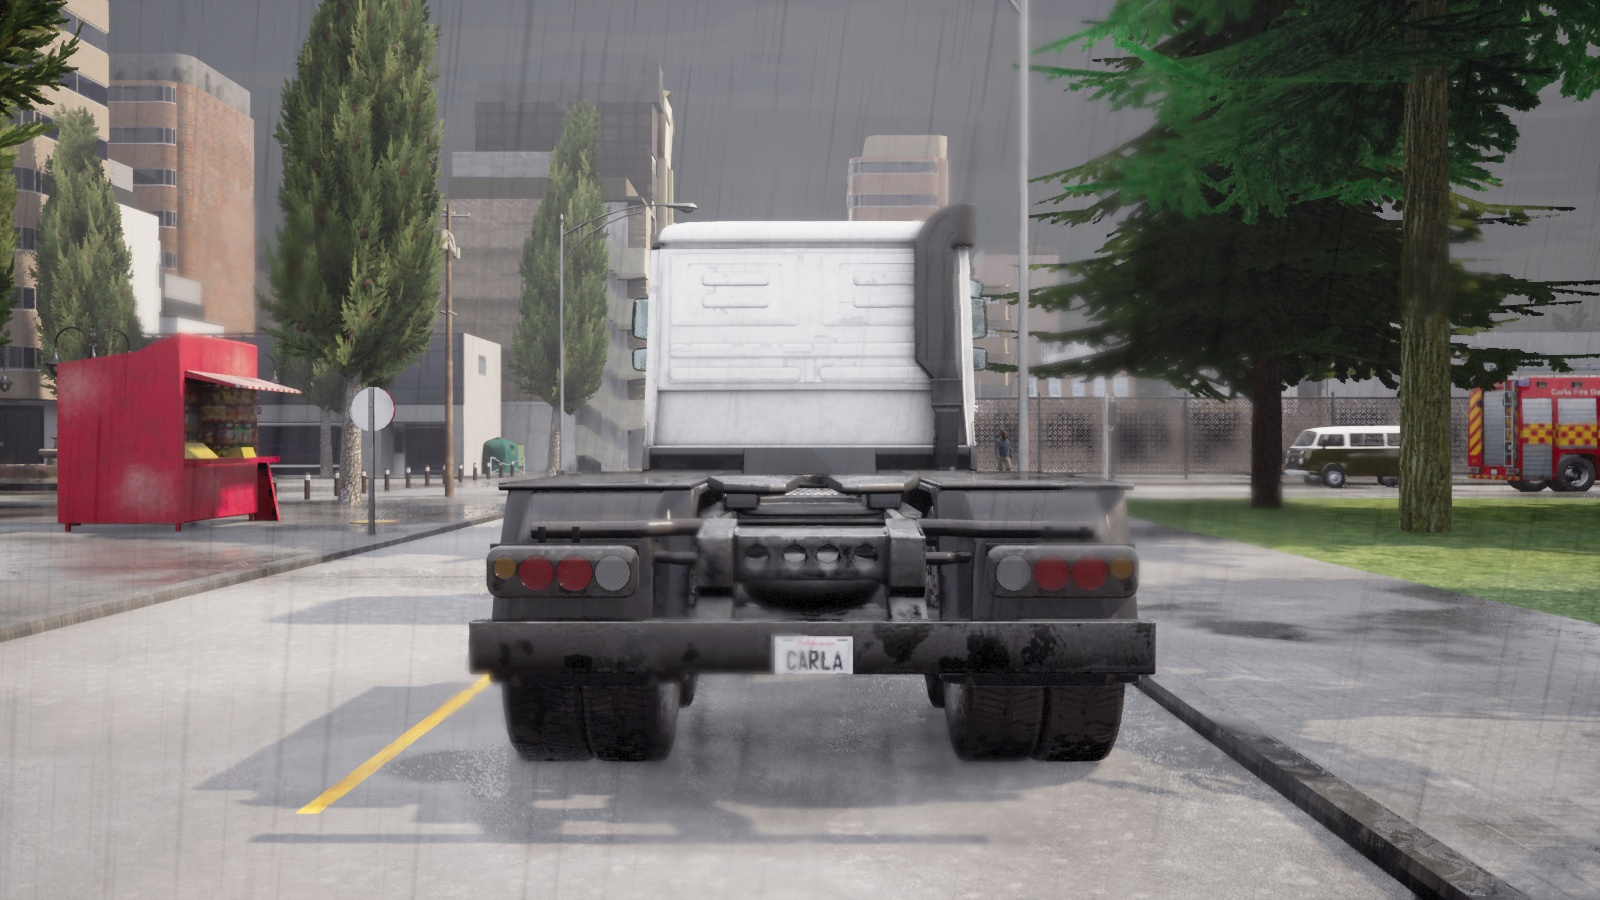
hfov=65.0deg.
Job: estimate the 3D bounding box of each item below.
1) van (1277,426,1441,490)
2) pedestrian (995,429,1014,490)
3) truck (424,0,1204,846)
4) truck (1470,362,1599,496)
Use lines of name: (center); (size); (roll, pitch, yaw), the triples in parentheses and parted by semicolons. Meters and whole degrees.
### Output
van: (18.351, 0.251, 41.365); (4.480, 2.038, 2.069); (0, 0, 0)
pedestrian: (6.198, 0.280, 37.997); (0.370, 1.835, 0.726); (0, 0, -7)
truck: (0.072, -0.284, 8.629); (2.891, 3.462, 7.936); (0, 0, 0)
truck: (24.945, -0.609, 37.322); (8.468, 3.827, 2.891); (0, 0, 0)
